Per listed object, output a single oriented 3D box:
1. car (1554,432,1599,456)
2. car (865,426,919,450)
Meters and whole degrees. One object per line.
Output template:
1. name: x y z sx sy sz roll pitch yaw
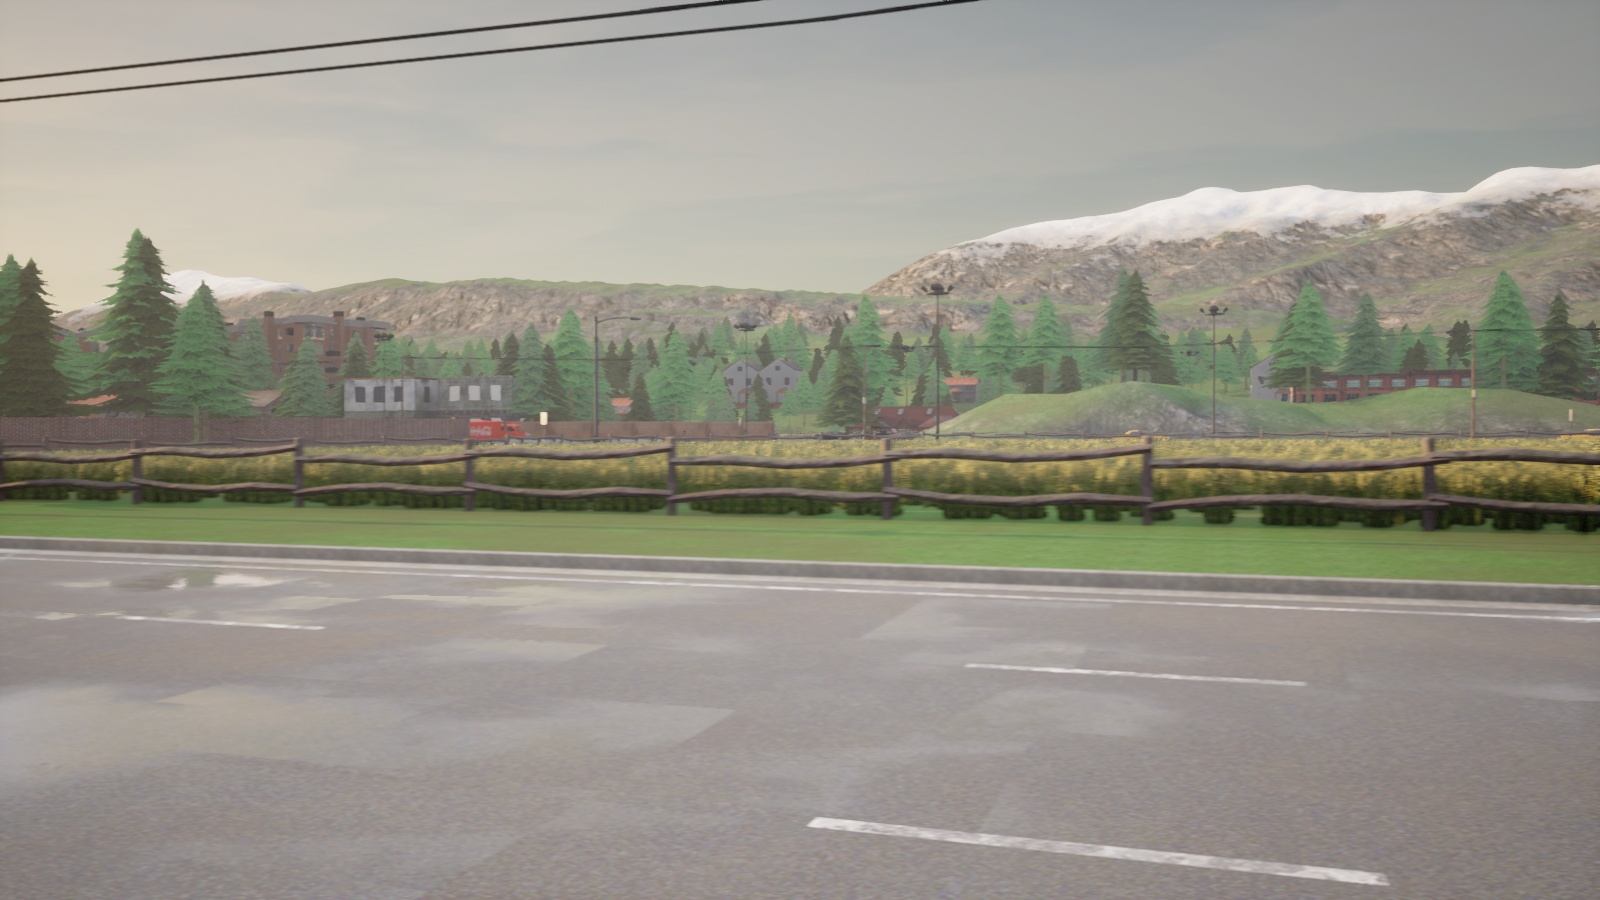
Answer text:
1. car: 53.407 -0.370 83.473 5.366 1.575 1.801 1 1 18
2. car: 7.232 -0.933 98.769 3.866 1.878 1.905 1 1 18
